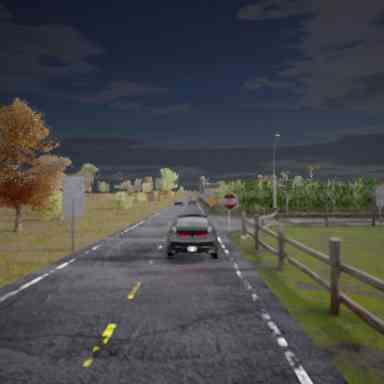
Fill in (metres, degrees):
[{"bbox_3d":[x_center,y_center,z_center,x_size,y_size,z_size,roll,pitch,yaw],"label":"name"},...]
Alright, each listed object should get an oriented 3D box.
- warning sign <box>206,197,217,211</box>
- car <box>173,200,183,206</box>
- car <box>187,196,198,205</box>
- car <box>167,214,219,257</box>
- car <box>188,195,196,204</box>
[{"bbox_3d":[2.457,1.500,41.915,1.300,1.860,1.060,0,-1,0],"label":"warning sign"},{"bbox_3d":[-2.737,2.188,67.469,1.895,1.301,4.718,0,0,0],"label":"car"},{"bbox_3d":[0.017,2.133,73.944,1.837,1.490,4.892,0,0,0],"label":"car"},{"bbox_3d":[0.025,1.638,13.441,1.837,1.490,4.892,0,0,0],"label":"car"},{"bbox_3d":[0.019,1.902,84.394,2.150,2.045,5.566,0,0,0],"label":"car"}]
